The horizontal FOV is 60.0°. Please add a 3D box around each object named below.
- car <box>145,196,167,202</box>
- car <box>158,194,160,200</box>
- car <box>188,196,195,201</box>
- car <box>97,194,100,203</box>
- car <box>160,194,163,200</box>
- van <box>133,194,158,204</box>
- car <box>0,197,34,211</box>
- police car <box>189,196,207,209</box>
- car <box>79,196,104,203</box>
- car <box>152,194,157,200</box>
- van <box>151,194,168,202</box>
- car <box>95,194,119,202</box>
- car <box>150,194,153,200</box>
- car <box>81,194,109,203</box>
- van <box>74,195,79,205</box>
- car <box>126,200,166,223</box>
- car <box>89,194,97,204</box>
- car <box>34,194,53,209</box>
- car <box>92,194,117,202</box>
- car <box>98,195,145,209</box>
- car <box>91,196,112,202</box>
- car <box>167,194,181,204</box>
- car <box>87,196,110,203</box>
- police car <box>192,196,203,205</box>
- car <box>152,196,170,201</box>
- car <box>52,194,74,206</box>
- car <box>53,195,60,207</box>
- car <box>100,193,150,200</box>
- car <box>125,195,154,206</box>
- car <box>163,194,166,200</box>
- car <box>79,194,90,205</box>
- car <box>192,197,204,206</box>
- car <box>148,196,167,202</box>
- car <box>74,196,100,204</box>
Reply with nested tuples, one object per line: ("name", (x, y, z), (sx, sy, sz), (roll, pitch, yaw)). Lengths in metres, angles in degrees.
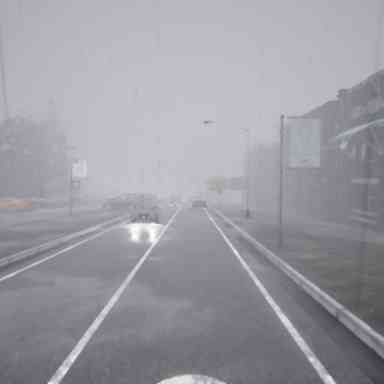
("car", (-9.086, 1.786, 84.020), (5.366, 1.575, 1.946), (0, -1, 0))
("car", (-8.859, 1.571, 61.599), (4.892, 1.521, 2.231), (0, -1, 0))
("car", (-0.022, 1.868, 95.410), (1.994, 1.385, 4.181), (0, -1, 0))
("car", (-21.947, 1.619, 67.068), (5.008, 1.535, 2.097), (0, -1, 0))
("car", (-8.868, 1.619, 67.205), (5.008, 1.535, 2.097), (0, -1, 0))
("van", (-8.985, 1.369, 64.403), (4.442, 1.987, 1.878), (0, -1, 0))
("car", (-21.934, 1.430, 39.221), (5.008, 1.535, 2.097), (0, 0, 0))
("police car", (0.964, 1.395, 44.654), (1.930, 1.638, 5.238), (0, 0, 0))
("car", (-21.990, 1.699, 72.638), (4.792, 1.488, 2.163), (0, -1, 0))
("car", (-8.886, 1.246, 53.192), (5.566, 2.045, 2.435), (0, 0, 0))
("van", (-8.793, 1.632, 89.630), (4.442, 1.987, 1.878), (0, -1, 0))
("car", (-21.955, 1.568, 86.440), (5.566, 2.045, 2.435), (0, -1, 0))
("car", (-8.863, 1.477, 50.385), (4.892, 1.521, 2.231), (0, 0, 0))
("car", (-21.938, 1.445, 75.424), (5.566, 2.045, 2.435), (0, -1, 0))
("van", (-22.055, 1.293, 55.927), (4.442, 1.987, 1.878), (0, 0, 0))
("car", (-3.353, 1.539, 25.000), (1.994, 1.385, 4.181), (0, 0, 0))
("car", (-21.763, 1.591, 64.282), (5.366, 1.575, 1.946), (0, -1, 0))
("car", (-21.942, 1.446, 44.790), (5.008, 1.535, 2.097), (0, 0, 0))
("car", (-21.950, 1.536, 83.779), (5.566, 2.045, 2.435), (0, -1, 0))
("car", (-8.853, 1.438, 41.980), (4.892, 1.521, 2.231), (0, 0, 0))
("car", (-21.972, 1.794, 80.868), (4.674, 1.452, 2.002), (0, -1, 0))
("car", (-3.276, 1.367, 66.230), (2.150, 2.045, 5.566), (0, 0, 0))
("car", (-21.965, 1.725, 78.208), (5.008, 1.535, 2.097), (0, -1, 0))
("police car", (0.959, 1.521, 60.681), (1.930, 1.638, 5.238), (0, -1, 0))
("car", (-8.889, 1.955, 95.233), (4.792, 1.488, 2.163), (0, -1, 0))
("car", (-21.907, 1.372, 53.146), (4.553, 1.767, 2.185), (0, 0, 0))
("car", (-21.939, 1.501, 47.576), (4.674, 1.452, 2.002), (0, 0, 0))
("car", (-8.886, 1.195, 44.782), (5.566, 2.045, 2.435), (0, 0, 0))
("car", (-8.828, 1.394, 55.992), (4.553, 1.767, 2.185), (0, -1, 0))
("car", (-8.906, 1.394, 70.011), (5.566, 2.045, 2.435), (0, -1, 0))
("car", (-21.942, 1.609, 61.497), (4.674, 1.452, 2.002), (0, -1, 0))
("car", (0.961, 1.547, 54.561), (1.837, 1.490, 4.892), (0, -1, 0))
("car", (-8.934, 1.853, 86.823), (4.792, 1.488, 2.163), (0, -1, 0))
("car", (-21.928, 1.674, 69.853), (4.792, 1.488, 2.163), (0, -1, 0))
